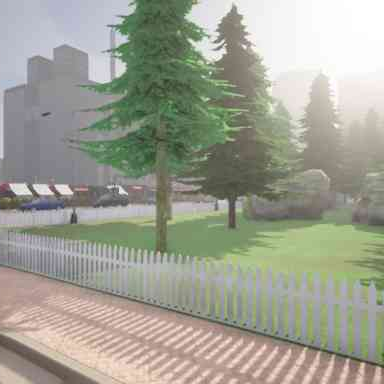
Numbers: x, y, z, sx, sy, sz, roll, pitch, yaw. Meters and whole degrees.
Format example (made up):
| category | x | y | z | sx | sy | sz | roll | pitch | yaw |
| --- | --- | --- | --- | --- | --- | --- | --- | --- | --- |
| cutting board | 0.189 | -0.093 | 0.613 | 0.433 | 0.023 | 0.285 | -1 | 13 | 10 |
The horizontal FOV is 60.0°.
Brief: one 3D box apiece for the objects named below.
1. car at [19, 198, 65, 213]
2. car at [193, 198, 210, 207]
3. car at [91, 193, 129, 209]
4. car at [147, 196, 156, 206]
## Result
| category | x | y | z | sx | sy | sz | roll | pitch | yaw |
| --- | --- | --- | --- | --- | --- | --- | --- | --- | --- |
| car | -16.695 | 1.471 | 37.154 | 1.882 | 1.535 | 5.008 | 0 | 0 | 34 |
| car | 2.205 | 1.595 | 52.279 | 1.895 | 1.301 | 4.718 | 0 | 0 | 34 |
| car | -11.047 | 1.215 | 45.513 | 2.150 | 2.045 | 5.566 | 0 | 0 | 34 |
| car | -5.257 | 1.345 | 54.017 | 2.097 | 1.767 | 4.553 | 0 | 0 | 34 |
